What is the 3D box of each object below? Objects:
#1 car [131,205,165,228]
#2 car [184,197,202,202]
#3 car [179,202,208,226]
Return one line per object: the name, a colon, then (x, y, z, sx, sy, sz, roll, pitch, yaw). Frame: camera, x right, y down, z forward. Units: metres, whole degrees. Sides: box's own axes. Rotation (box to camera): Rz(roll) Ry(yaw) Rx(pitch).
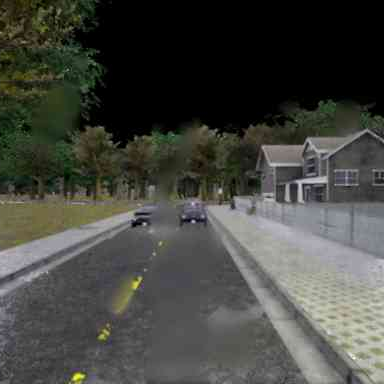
car: (-2.857, 1.568, 22.777, 2.033, 1.411, 5.357, 0, 0, 0)
car: (0.091, 1.399, 39.944, 2.097, 1.767, 4.553, 0, 0, 0)
car: (0.095, 1.623, 23.760, 1.895, 1.301, 4.718, 0, 0, 0)
